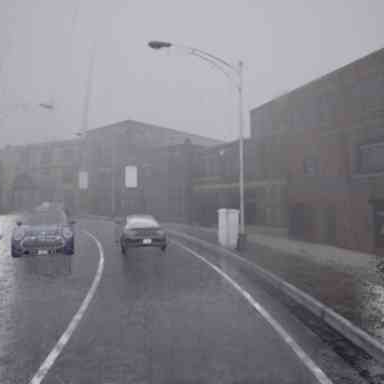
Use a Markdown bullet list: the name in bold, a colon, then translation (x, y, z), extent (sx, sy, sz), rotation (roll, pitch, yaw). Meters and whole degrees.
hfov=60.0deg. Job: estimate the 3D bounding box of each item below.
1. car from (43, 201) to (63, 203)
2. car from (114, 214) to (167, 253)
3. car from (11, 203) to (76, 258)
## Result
- **car**: translation (-14.256, 1.732, 33.447), extent (4.553, 1.767, 2.097), rotation (0, -1, 45)
- **car**: translation (-2.345, 1.705, 14.657), extent (1.812, 1.442, 4.674), rotation (1, -1, -17)
- **car**: translation (-5.891, 1.512, 13.599), extent (2.097, 1.767, 4.553), rotation (0, -1, -20)
